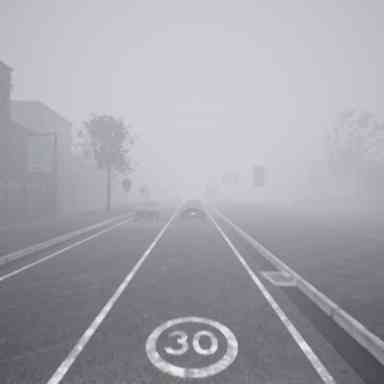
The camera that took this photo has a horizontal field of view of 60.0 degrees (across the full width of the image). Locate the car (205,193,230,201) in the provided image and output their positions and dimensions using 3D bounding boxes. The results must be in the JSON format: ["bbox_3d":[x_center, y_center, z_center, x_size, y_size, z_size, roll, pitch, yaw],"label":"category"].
[{"bbox_3d":[6.071,1.345,76.244,5.366,1.575,1.946,0,-1,0],"label":"car"}]

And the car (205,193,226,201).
[{"bbox_3d":[6.177,1.321,88.395,5.566,2.045,2.435,0,-1,-1],"label":"car"}]

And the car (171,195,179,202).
[{"bbox_3d":[-3.283,1.353,68.083,1.994,1.385,4.181,0,0,0],"label":"car"}]

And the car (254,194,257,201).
[{"bbox_3d":[18.670,1.422,81.155,5.366,1.575,1.946,0,-1,0],"label":"car"}]

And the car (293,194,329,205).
[{"bbox_3d":[18.743,1.156,51.735,4.553,1.767,2.185,0,0,0],"label":"car"}]

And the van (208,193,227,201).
[{"bbox_3d":[6.323,1.217,82.204,4.442,1.987,1.878,0,-1,0],"label":"van"}]

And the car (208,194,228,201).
[{"bbox_3d":[6.263,1.263,79.165,4.553,1.767,2.185,0,-1,0],"label":"car"}]

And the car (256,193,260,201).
[{"bbox_3d":[18.691,1.379,78.495,5.366,1.575,1.946,0,-1,0],"label":"car"}]

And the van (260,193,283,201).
[{"bbox_3d":[18.412,1.118,75.702,4.442,1.987,1.878,0,-1,0],"label":"van"}]

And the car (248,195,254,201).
[{"bbox_3d":[18.408,1.287,86.875,5.566,2.045,2.435,0,-2,-1],"label":"car"}]

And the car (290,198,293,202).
[{"bbox_3d":[18.671,1.312,54.906,4.674,1.452,2.002,0,0,0],"label":"car"}]

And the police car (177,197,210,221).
[{"bbox_3d":[0.091,1.419,26.870,2.038,1.542,4.974,0,0,0],"label":"police car"}]

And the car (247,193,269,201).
[{"bbox_3d":[18.338,1.429,92.335,5.566,2.045,2.435,0,-2,-1],"label":"car"}]

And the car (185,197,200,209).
[{"bbox_3d":[0.066,1.386,44.401,1.812,1.442,4.674,0,0,0],"label":"car"}]

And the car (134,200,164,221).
[{"bbox_3d":[-3.355,1.395,26.534,1.882,1.535,5.008,0,0,0],"label":"car"}]
